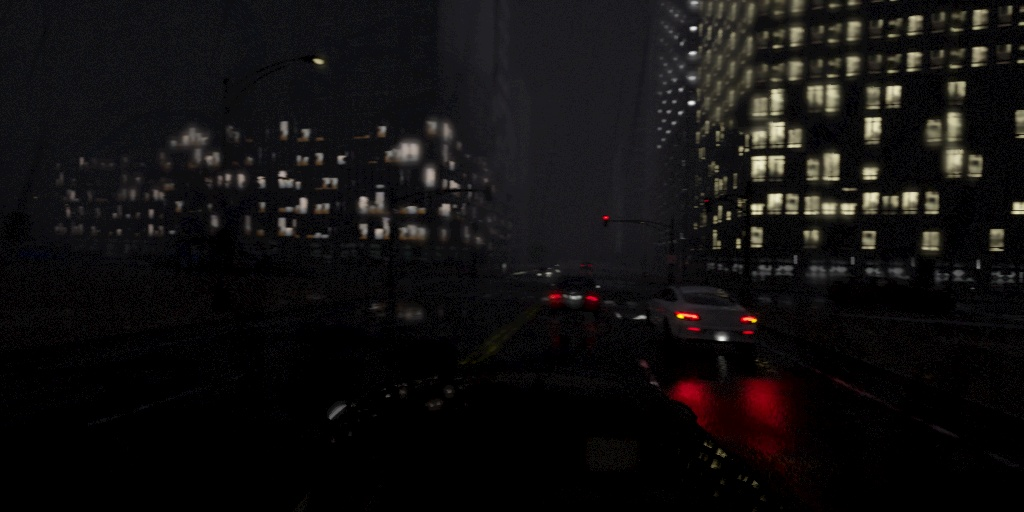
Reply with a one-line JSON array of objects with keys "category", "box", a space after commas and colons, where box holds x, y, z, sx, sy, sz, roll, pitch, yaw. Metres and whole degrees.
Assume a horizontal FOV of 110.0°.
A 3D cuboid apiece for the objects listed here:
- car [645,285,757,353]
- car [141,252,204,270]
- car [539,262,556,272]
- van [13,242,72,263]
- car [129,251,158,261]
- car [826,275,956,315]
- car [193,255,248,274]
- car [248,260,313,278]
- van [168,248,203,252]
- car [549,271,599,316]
[{"category": "car", "box": [4.836, 1.494, 9.672, 1.812, 1.442, 4.674, 1, -1, 12]}, {"category": "car", "box": [-28.838, 0.567, 30.741, 4.313, 1.339, 1.948, 0, 0, 13]}, {"category": "car", "box": [5.733, 1.977, 60.456, 1.882, 1.535, 5.008, 1, -1, 13]}, {"category": "van", "box": [-45.405, -0.244, 34.723, 3.998, 1.789, 1.690, 0, 0, 13]}, {"category": "car", "box": [-43.473, 0.006, 42.878, 4.207, 1.307, 1.802, 0, 0, 13]}, {"category": "car", "box": [20.118, 2.036, 19.327, 5.009, 1.841, 2.192, 0, 0, 13]}, {"category": "car", "box": [-23.324, 0.778, 29.375, 4.207, 1.307, 1.802, 0, 0, 13]}, {"category": "car", "box": [-17.799, 0.957, 28.046, 4.313, 1.339, 1.948, 0, 0, 13]}, {"category": "van", "box": [-37.946, -0.039, 41.567, 3.998, 1.789, 1.690, 0, 0, 13]}, {"category": "car", "box": [2.542, 1.501, 14.574, 2.033, 1.411, 5.357, 2, -1, 10]}]
